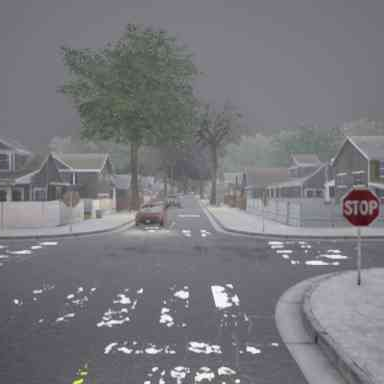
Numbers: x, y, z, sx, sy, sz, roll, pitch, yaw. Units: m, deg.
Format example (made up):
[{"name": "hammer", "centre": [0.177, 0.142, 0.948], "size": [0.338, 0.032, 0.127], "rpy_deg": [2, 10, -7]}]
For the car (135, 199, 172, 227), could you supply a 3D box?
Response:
[{"name": "car", "centre": [-2.710, 1.537, 23.078], "size": [1.882, 1.535, 5.008], "rpy_deg": [0, 0, 0]}]

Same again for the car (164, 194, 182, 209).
[{"name": "car", "centre": [-2.668, 1.317, 47.365], "size": [2.150, 2.045, 5.566], "rpy_deg": [0, 0, 0]}]
